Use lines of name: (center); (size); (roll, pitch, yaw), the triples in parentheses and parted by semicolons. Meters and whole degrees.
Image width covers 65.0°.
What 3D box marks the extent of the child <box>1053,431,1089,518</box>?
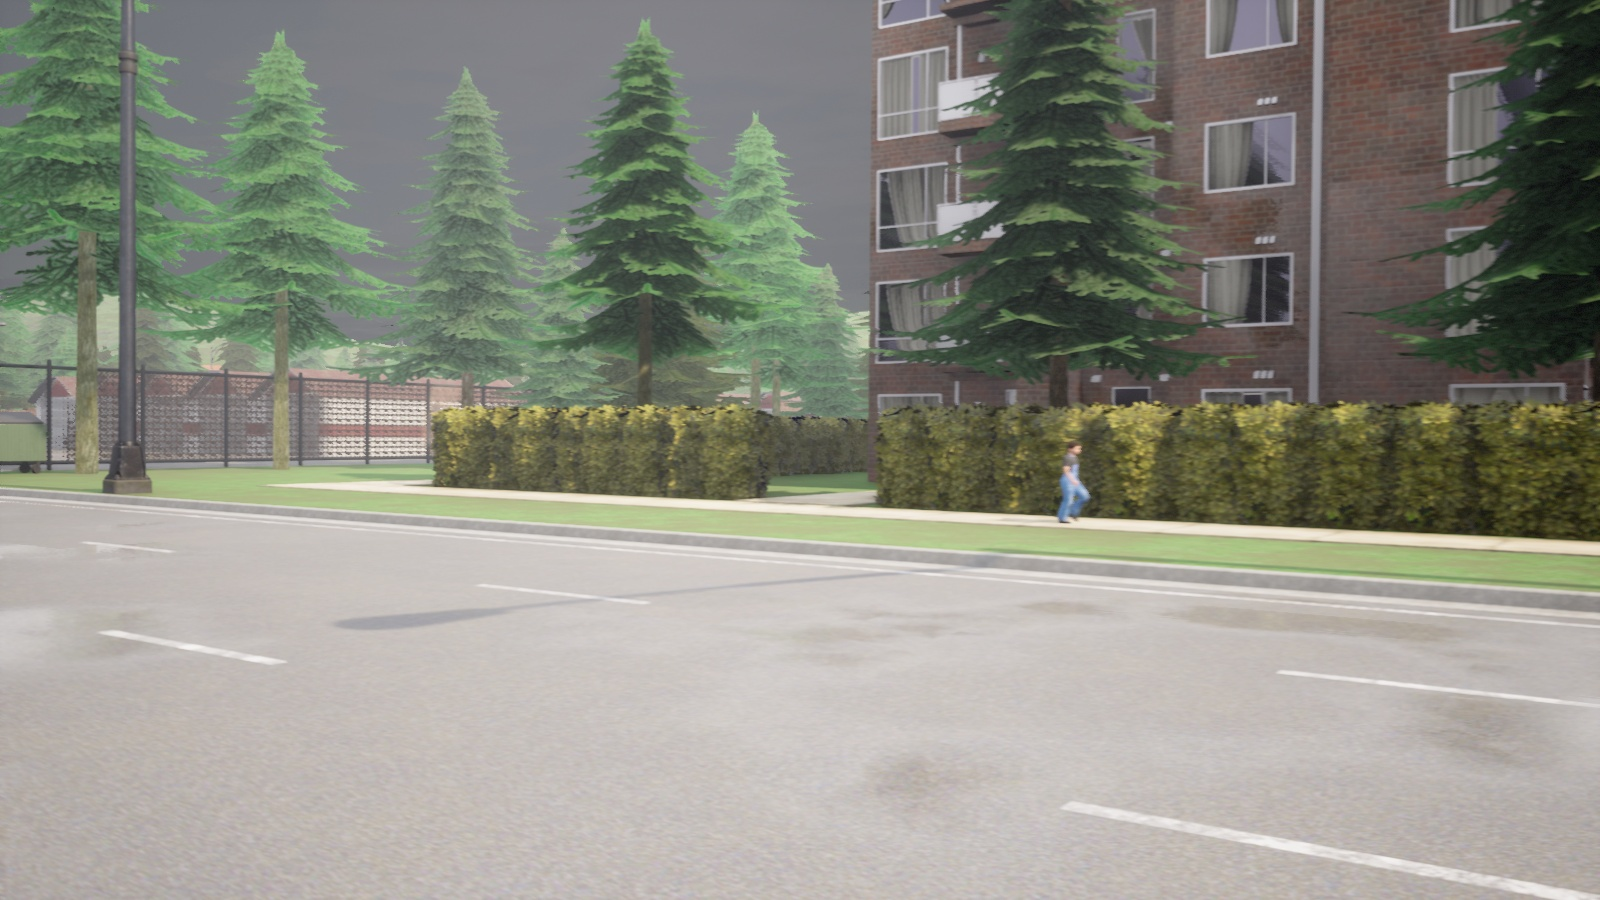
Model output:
child: (3.978, 0.353, 18.419); (0.437, 1.263, 0.270); (0, 1, 34)
